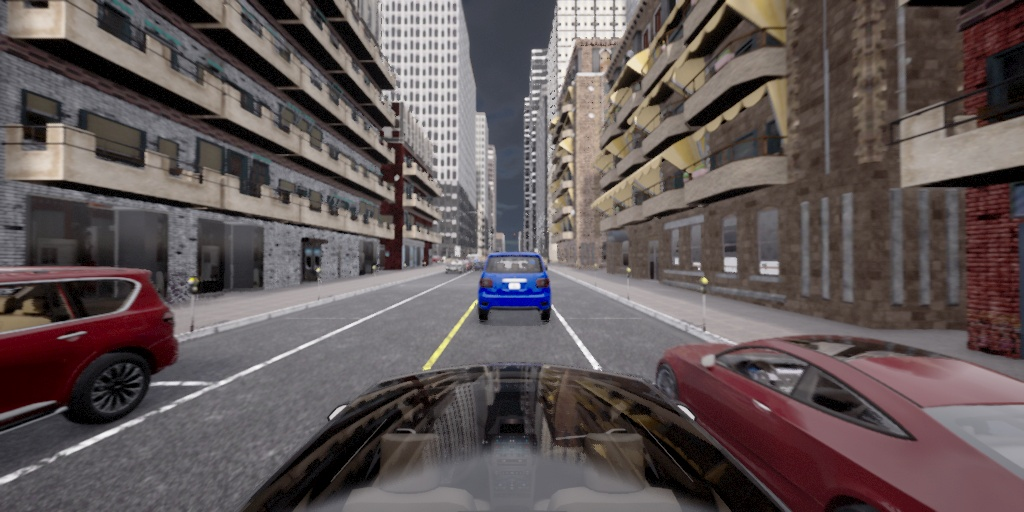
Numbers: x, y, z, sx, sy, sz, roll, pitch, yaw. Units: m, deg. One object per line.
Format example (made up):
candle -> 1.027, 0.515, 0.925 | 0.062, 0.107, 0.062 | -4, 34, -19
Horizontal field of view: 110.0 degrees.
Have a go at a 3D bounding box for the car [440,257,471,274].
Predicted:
car -> -5.626, 1.034, 36.219 | 2.007, 1.370, 4.403 | 0, 0, 0

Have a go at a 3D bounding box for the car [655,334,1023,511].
car -> 2.693, 1.322, 3.023 | 1.802, 1.307, 4.207 | 0, 0, 0

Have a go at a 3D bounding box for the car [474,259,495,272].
car -> -3.057, 1.014, 40.401 | 1.994, 1.385, 4.181 | 0, 0, 0

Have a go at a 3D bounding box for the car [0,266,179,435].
car -> -5.690, 1.055, 2.978 | 2.192, 1.841, 5.009 | 0, 0, 0

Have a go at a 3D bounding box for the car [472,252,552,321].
car -> 0.084, 0.888, 12.293 | 2.150, 2.045, 5.566 | 0, 0, 0
